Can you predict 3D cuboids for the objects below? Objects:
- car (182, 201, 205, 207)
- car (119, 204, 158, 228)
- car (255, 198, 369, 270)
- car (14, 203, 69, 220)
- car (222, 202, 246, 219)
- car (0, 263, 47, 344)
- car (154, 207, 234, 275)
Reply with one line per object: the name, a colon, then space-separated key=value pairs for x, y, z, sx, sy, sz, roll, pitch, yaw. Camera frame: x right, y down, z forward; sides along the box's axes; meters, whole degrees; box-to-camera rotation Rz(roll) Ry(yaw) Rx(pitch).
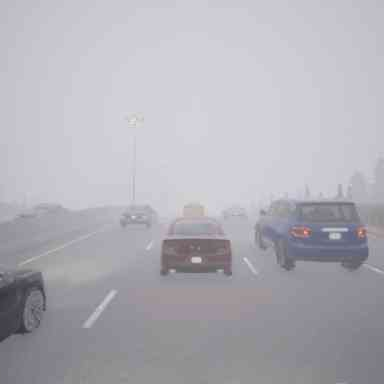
car: x=0.140 y=1.551 z=29.920 sx=1.882 sy=1.535 sz=5.008 roll=0 pitch=-2 yaw=0
car: x=-3.372 y=1.488 z=21.688 sx=2.033 sy=1.411 sz=5.357 roll=0 pitch=0 yaw=0
car: x=3.613 y=1.194 z=11.067 sx=2.150 sy=2.045 sz=5.566 roll=0 pitch=0 yaw=0
car: x=-10.525 y=1.490 z=23.860 sx=2.033 sy=1.411 sz=5.357 roll=0 pitch=0 yaw=1
car: x=3.639 y=1.586 z=29.368 sx=1.812 sy=1.442 sz=4.674 roll=0 pitch=-2 yaw=0
car: x=-3.397 y=1.478 z=3.778 sx=2.128 sy=1.511 sz=4.902 roll=0 pitch=0 yaw=0
car: x=0.113 y=1.448 z=10.360 sx=1.882 sy=1.535 sz=5.008 roll=0 pitch=0 yaw=0
